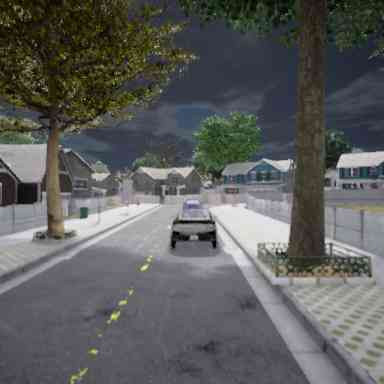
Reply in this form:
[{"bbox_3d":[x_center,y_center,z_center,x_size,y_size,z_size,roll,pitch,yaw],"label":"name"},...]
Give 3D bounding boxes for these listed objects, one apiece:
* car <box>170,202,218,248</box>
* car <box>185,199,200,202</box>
[{"bbox_3d":[0.086,1.412,14.339,2.128,1.511,4.902,0,0,0],"label":"car"},{"bbox_3d":[0.078,1.359,31.248,1.812,1.442,4.674,0,0,0],"label":"car"}]
